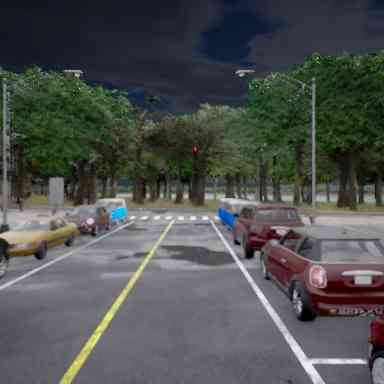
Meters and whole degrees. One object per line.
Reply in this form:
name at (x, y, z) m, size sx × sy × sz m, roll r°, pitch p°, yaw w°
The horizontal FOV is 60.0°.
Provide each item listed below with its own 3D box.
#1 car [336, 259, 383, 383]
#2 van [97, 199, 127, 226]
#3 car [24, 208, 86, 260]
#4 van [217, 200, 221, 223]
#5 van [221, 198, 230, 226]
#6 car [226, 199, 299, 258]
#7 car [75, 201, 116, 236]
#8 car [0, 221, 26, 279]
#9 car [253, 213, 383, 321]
car at (2.762, 1.547, 1.872) m, size 1.887 × 1.381 × 4.507 m, roll 0°, pitch 0°, yaw 0°
van at (-5.767, 1.375, 23.621) m, size 1.690 × 1.788 × 3.998 m, roll 0°, pitch 0°, yaw 0°
car at (-5.765, 1.543, 12.576) m, size 1.752 × 1.417 × 4.829 m, roll 0°, pitch 0°, yaw 0°
van at (2.758, 1.375, 23.622) m, size 1.690 × 1.788 × 3.998 m, roll 0°, pitch 0°, yaw 0°
van at (2.759, 1.367, 18.185) m, size 1.690 × 1.788 × 3.998 m, roll 0°, pitch 0°, yaw 0°
car at (2.760, 1.333, 12.747) m, size 2.192 × 1.841 × 5.009 m, roll 0°, pitch 0°, yaw 0°
car at (-5.766, 1.466, 18.183) m, size 1.967 × 1.590 × 4.097 m, roll 0°, pitch 0°, yaw 0°
car at (-5.764, 1.576, 7.308) m, size 1.947 × 1.339 × 4.313 m, roll 0°, pitch 0°, yaw 0°
car at (2.761, 1.450, 7.309) m, size 1.967 × 1.590 × 4.097 m, roll 0°, pitch 0°, yaw 0°
